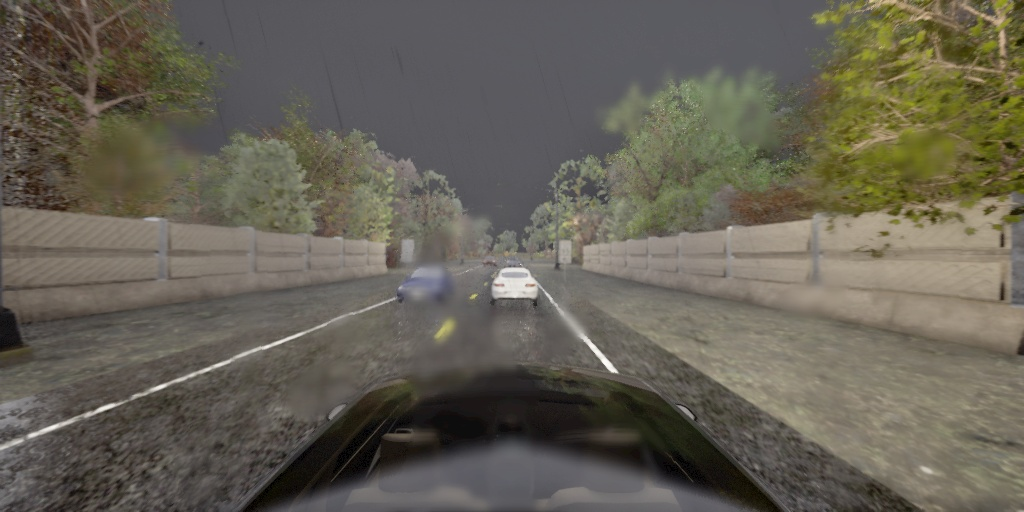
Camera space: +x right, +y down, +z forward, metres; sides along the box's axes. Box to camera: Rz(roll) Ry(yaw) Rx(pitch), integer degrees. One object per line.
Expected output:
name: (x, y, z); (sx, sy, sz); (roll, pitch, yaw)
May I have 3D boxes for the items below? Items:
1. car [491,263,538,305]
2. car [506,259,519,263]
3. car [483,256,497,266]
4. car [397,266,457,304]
car: (0.108, 1.206, 15.431); (1.812, 1.442, 4.674); (0, 0, 0)
car: (0.046, 1.081, 40.812); (2.033, 1.411, 5.357); (0, 0, 1)
car: (-3.516, 0.759, 57.541); (2.097, 1.767, 4.553); (0, 0, 1)
car: (-3.593, 1.191, 15.925); (1.812, 1.442, 4.674); (0, 0, 0)
